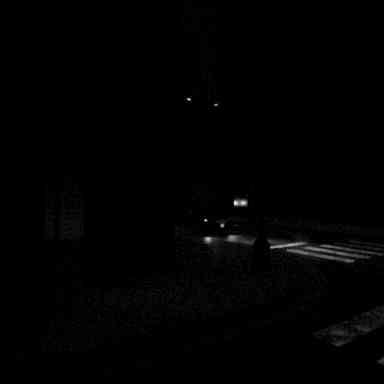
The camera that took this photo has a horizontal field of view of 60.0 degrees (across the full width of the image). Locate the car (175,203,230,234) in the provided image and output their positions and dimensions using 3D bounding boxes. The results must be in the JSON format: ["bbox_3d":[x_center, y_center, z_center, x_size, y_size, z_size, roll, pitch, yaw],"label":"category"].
[{"bbox_3d":[0.053,1.402,18.608,2.128,1.511,4.902,0,0,-37],"label":"car"}]
